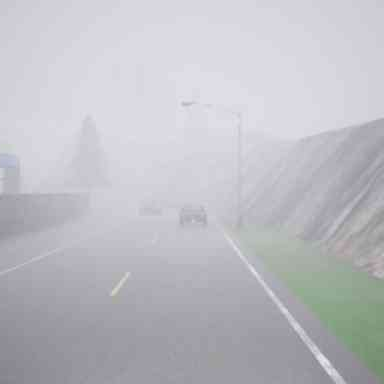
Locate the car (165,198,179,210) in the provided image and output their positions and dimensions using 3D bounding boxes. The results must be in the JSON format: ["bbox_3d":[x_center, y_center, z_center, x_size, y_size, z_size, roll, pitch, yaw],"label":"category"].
[{"bbox_3d":[-2.927,1.549,43.453,1.812,1.442,4.674,0,0,-23],"label":"car"}]

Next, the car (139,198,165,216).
[{"bbox_3d":[-4.109,1.368,33.147,2.097,1.767,4.553,0,0,-7],"label":"car"}]

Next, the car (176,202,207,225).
[{"bbox_3d":[0.075,1.614,24.247,1.895,1.301,4.718,0,0,0],"label":"car"}]
